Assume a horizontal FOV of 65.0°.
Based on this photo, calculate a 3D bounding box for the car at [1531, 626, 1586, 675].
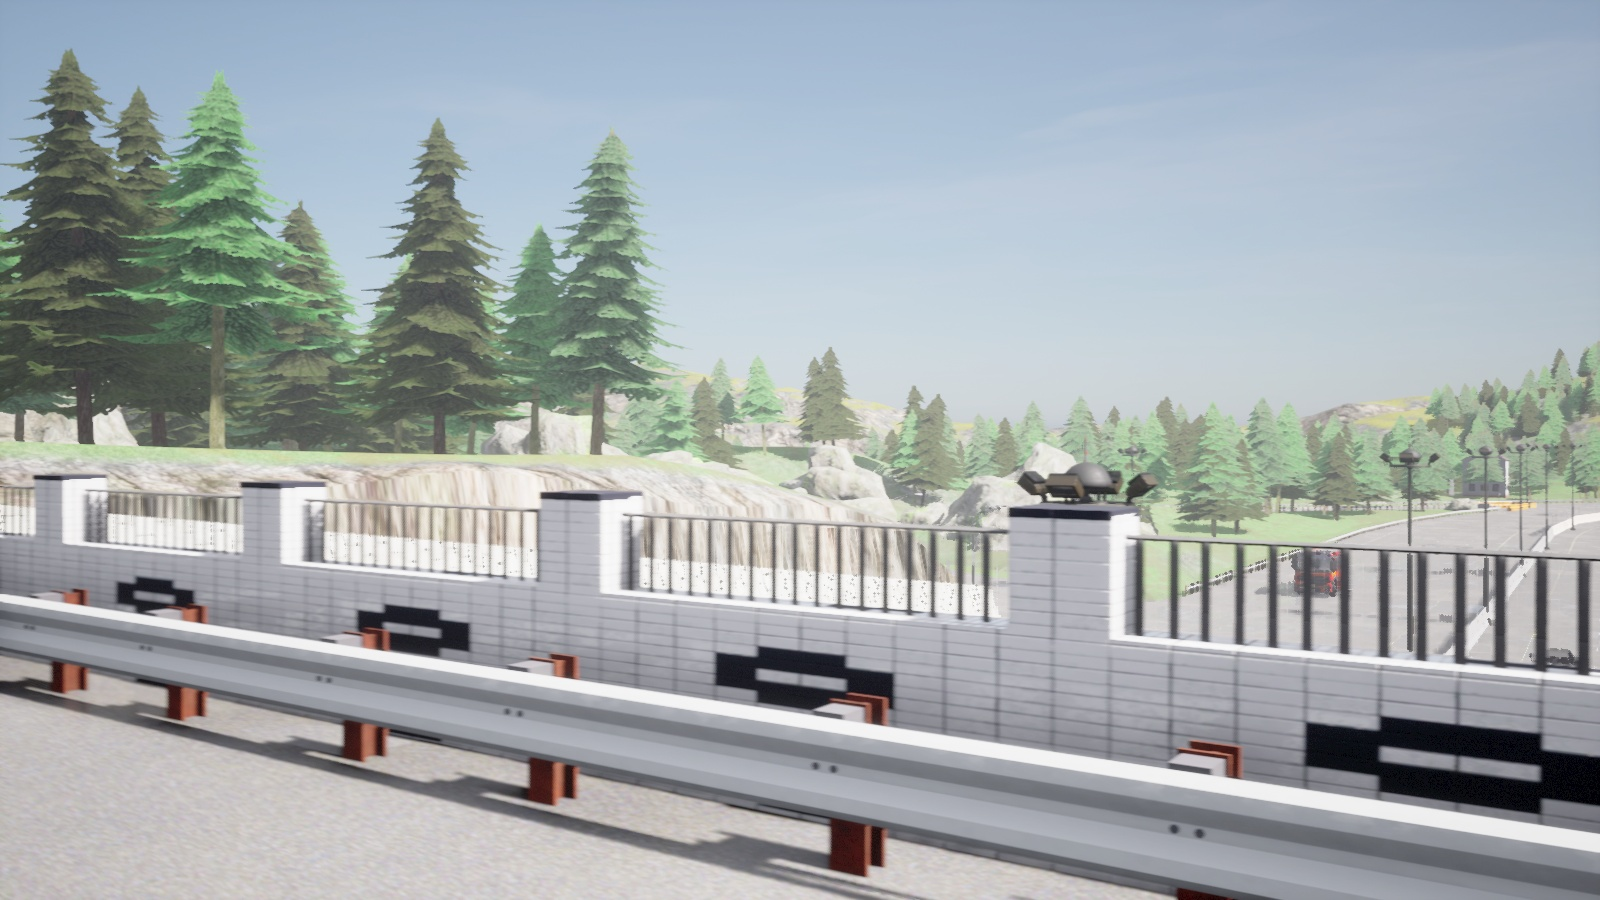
[{"bbox_3d":[39.007,10.243,64.523,2.242,1.667,4.611,-1,0,33],"label":"car"}]
